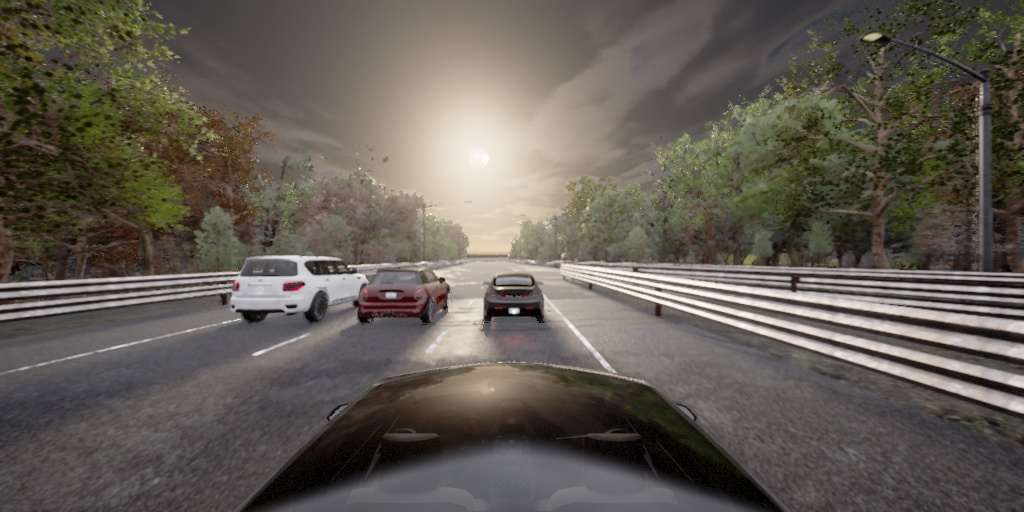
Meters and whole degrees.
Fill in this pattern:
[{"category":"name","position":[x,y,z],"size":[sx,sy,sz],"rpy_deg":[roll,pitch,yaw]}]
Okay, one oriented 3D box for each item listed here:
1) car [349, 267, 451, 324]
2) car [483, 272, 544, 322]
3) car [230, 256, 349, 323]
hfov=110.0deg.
[{"category":"car","position":[-3.455,1.148,12.337],"size":[2.097,1.767,4.553],"rpy_deg":[0,0,0]},{"category":"car","position":[0.046,1.301,12.470],"size":[1.837,1.490,4.892],"rpy_deg":[0,0,0]},{"category":"car","position":[-6.952,1.020,12.535],"size":[2.150,2.045,5.566],"rpy_deg":[0,0,0]}]
